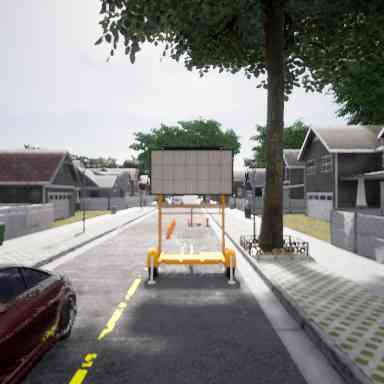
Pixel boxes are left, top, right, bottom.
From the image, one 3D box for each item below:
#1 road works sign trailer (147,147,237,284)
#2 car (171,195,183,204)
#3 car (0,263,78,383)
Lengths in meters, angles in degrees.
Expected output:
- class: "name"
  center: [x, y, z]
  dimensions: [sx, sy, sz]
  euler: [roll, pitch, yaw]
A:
- class: "road works sign trailer"
  center: [-0.010, 0.497, 9.688]
  dimensions: [2.380, 3.560, 2.880]
  euler: [0, 0, 0]
- class: "car"
  center: [-2.857, 1.374, 64.404]
  dimensions: [2.150, 2.045, 5.566]
  euler: [0, 0, 0]
- class: "car"
  center: [-2.858, 1.578, 3.771]
  dimensions: [1.994, 1.385, 4.181]
  euler: [0, 0, 0]
